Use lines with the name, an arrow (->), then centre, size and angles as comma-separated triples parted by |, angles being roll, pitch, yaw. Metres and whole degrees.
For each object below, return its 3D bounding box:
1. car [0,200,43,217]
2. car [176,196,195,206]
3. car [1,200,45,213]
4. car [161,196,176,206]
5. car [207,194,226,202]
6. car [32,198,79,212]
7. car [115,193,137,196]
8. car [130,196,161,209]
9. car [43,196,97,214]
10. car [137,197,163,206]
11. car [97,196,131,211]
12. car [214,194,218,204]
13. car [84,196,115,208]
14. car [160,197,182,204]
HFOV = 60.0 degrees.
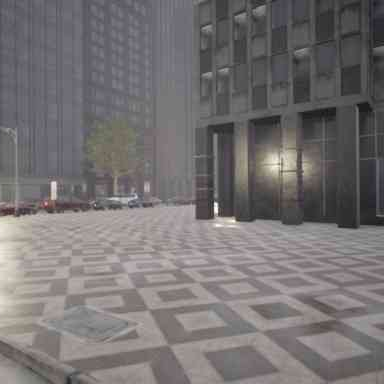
car -> -16.141, 1.574, 29.921 | 1.802, 1.307, 4.206 | -1, 0, 35
car -> -0.111, 1.460, 53.114 | 1.887, 1.381, 4.507 | -1, 0, 35
car -> -19.945, 1.639, 39.410 | 1.947, 1.339, 4.313 | -1, 0, 35
car -> -2.376, 1.438, 54.439 | 2.128, 1.511, 4.902 | -1, 0, 35
car -> 5.705, 1.293, 76.524 | 2.192, 1.841, 5.009 | -1, 0, 35
car -> -16.272, 1.511, 39.881 | 1.882, 1.535, 5.008 | -1, 0, 35
car -> -10.204, 1.226, 48.652 | 2.150, 2.045, 5.566 | -1, 0, 34
car -> -6.523, 1.507, 43.836 | 1.947, 1.339, 4.313 | -1, 0, 35
car -> -12.937, 1.288, 34.561 | 2.192, 1.841, 5.009 | -1, 0, 35
car -> -7.217, 1.542, 57.826 | 1.752, 1.417, 4.829 | -1, 0, 35
car -> -9.729, 1.522, 39.199 | 1.947, 1.339, 4.313 | -1, 0, 35
car -> 3.094, 1.220, 57.754 | 2.192, 1.841, 5.009 | -1, 0, 35
car -> -13.534, 1.481, 48.688 | 1.967, 1.590, 4.097 | -1, 0, 35
car -> -3.913, 1.571, 62.606 | 1.947, 1.339, 4.313 | -1, 0, 35
